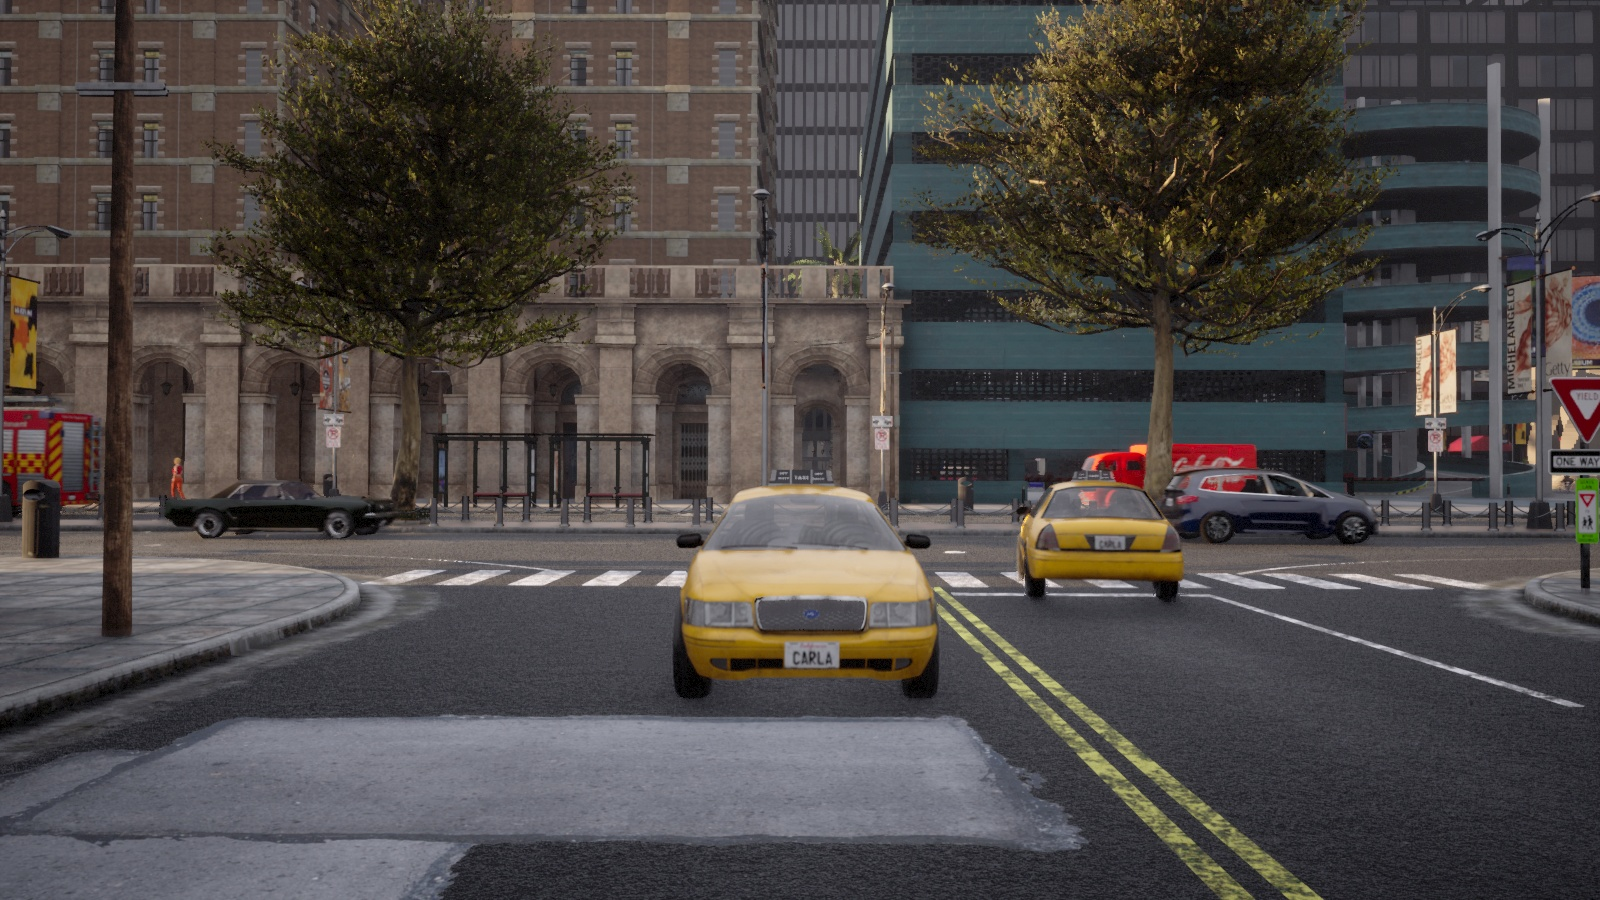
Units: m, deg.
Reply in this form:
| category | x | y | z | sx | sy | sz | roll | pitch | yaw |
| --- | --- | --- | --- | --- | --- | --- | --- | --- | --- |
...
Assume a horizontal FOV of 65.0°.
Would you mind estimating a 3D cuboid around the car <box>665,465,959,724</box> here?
| category | x | y | z | sx | sy | sz | roll | pitch | yaw |
| --- | --- | --- | --- | --- | --- | --- | --- | --- | --- |
| car | 0.019 | 0.928 | 10.382 | 1.801 | 1.575 | 5.366 | 0 | -1 | -1 |

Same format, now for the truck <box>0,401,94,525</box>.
| category | x | y | z | sx | sy | sz | roll | pitch | yaw |
| --- | --- | --- | --- | --- | --- | --- | --- | --- | --- |
| truck | -27.779 | 0.439 | 40.445 | 8.468 | 3.827 | 2.891 | 0 | -1 | 1 |

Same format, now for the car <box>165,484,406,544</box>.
| category | x | y | z | sx | sy | sz | roll | pitch | yaw |
| --- | --- | --- | --- | --- | --- | --- | --- | --- | --- |
| car | -11.668 | 1.443 | 28.702 | 4.718 | 1.301 | 1.895 | 0 | -1 | 1 |

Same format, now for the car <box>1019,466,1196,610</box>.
| category | x | y | z | sx | sy | sz | roll | pitch | yaw |
| --- | --- | --- | --- | --- | --- | --- | --- | --- | --- |
| car | 3.870 | 1.016 | 16.590 | 1.801 | 1.575 | 5.366 | 0 | -1 | 9 |

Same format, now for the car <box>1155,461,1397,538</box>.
| category | x | y | z | sx | sy | sz | roll | pitch | yaw |
| --- | --- | --- | --- | --- | --- | --- | --- | --- | --- |
| car | 10.658 | 1.092 | 28.398 | 4.611 | 1.667 | 2.242 | 0 | -1 | 1 |

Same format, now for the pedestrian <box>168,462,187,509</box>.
| category | x | y | z | sx | sy | sz | roll | pitch | yaw |
| --- | --- | --- | --- | --- | --- | --- | --- | --- | --- |
| pedestrian | -24.570 | 1.400 | 49.552 | 0.594 | 1.836 | 0.345 | -1 | -1 | 21 |

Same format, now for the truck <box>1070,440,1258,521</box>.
| category | x | y | z | sx | sy | sz | roll | pitch | yaw |
| --- | --- | --- | --- | --- | --- | --- | --- | --- | --- |
| truck | 11.463 | 0.951 | 39.892 | 5.204 | 2.467 | 2.627 | 0 | -1 | 1 |
